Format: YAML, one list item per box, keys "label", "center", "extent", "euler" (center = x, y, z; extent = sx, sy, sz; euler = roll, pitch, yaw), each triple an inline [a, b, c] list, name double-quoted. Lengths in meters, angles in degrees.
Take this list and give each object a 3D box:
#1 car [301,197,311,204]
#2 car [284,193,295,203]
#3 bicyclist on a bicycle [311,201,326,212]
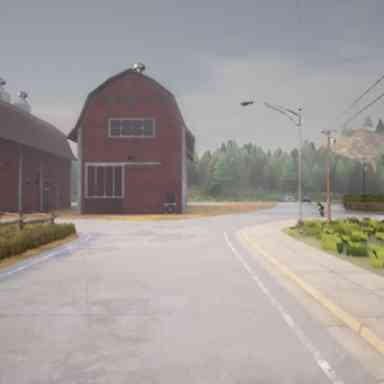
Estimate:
- label: "car"
  center: [25.618, 1.809, 74.940]
  extent: [1.882, 1.535, 5.008]
  euler: [0, 0, 12]
- label: "car"
  center: [20.886, 1.300, 71.272]
  extent: [2.150, 2.045, 5.566]
  euler: [0, 0, 16]
- label: "bicyclist on a bicycle"
  center: [12.421, 1.685, 32.614]
  extent: [1.656, 1.620, 0.582]
  euler: [-1, -1, 33]
